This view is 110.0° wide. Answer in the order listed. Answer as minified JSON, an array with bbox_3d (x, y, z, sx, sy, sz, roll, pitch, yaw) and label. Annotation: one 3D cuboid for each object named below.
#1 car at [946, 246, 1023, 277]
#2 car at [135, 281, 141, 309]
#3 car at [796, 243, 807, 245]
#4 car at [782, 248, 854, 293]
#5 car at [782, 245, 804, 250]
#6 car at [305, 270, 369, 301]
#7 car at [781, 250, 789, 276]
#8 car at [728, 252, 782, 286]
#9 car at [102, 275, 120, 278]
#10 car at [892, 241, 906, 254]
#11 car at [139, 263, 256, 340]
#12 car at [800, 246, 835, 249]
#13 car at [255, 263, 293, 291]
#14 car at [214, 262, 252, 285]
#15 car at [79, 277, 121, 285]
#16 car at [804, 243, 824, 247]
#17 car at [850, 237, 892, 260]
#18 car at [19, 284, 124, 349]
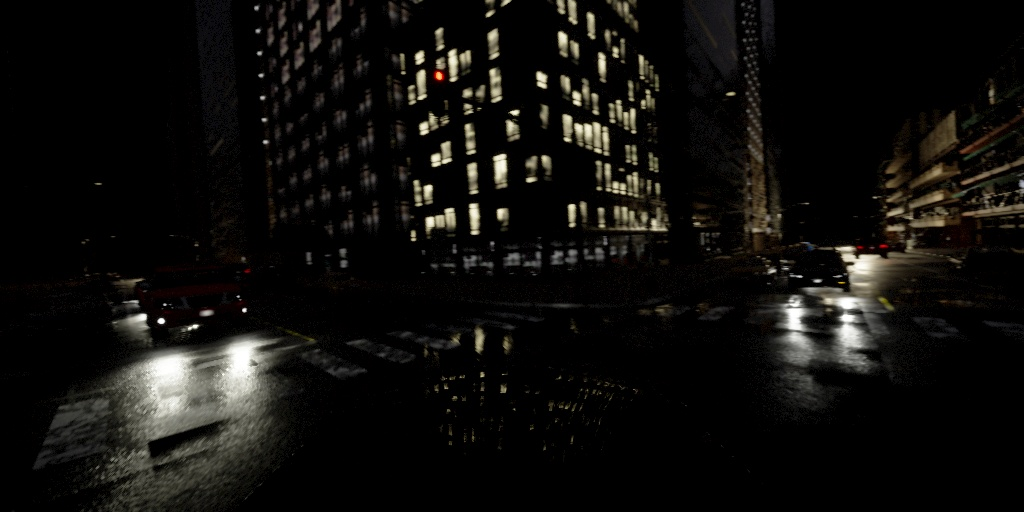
[{"bbox_3d":[22.429,0.191,17.068,2.007,1.370,4.403,0,0,42],"label":"car"},{"bbox_3d":[-17.833,1.692,18.548,4.553,1.767,2.097,-2,2,42],"label":"car"},{"bbox_3d":[34.940,-0.485,43.762,1.888,1.381,4.507,0,0,42],"label":"car"},{"bbox_3d":[12.870,0.604,15.055,1.837,1.490,4.892,-3,0,42],"label":"car"},{"bbox_3d":[27.433,-0.105,35.312,1.888,1.381,4.507,0,0,42],"label":"car"},{"bbox_3d":[-9.020,1.408,18.332,4.829,1.417,1.751,0,0,42],"label":"car"},{"bbox_3d":[16.173,0.487,22.637,1.948,1.339,4.313,0,0,42],"label":"car"},{"bbox_3d":[12.307,0.637,18.286,1.751,1.417,4.829,0,0,42],"label":"car"},{"bbox_3d":[-27.580,2.284,24.023,4.403,1.370,2.007,0,0,42],"label":"car"},{"bbox_3d":[44.950,-1.061,42.417,1.967,1.591,4.097,0,0,42],"label":"car"},{"bbox_3d":[-10.673,1.326,11.985,5.566,2.045,2.150,-2,2,42],"label":"car"},{"bbox_3d":[19.452,0.329,22.451,1.994,1.385,4.181,-3,0,42],"label":"car"},{"bbox_3d":[-17.807,1.490,26.425,5.009,1.841,2.192,0,0,42],"label":"car"},{"bbox_3d":[-28.889,1.753,37.061,5.566,2.045,2.150,-2,2,42],"label":"car"},{"bbox_3d":[-23.418,2.163,20.215,4.313,1.339,1.948,0,0,42],"label":"car"},{"bbox_3d":[26.082,-0.079,29.912,2.128,1.511,4.902,-3,0,42],"label":"car"},{"bbox_3d":[34.409,-0.758,34.505,2.150,2.045,5.566,-3,0,42],"label":"car"},{"bbox_3d":[-13.514,1.821,11.188,4.403,1.370,2.007,0,0,42],"label":"car"}]
